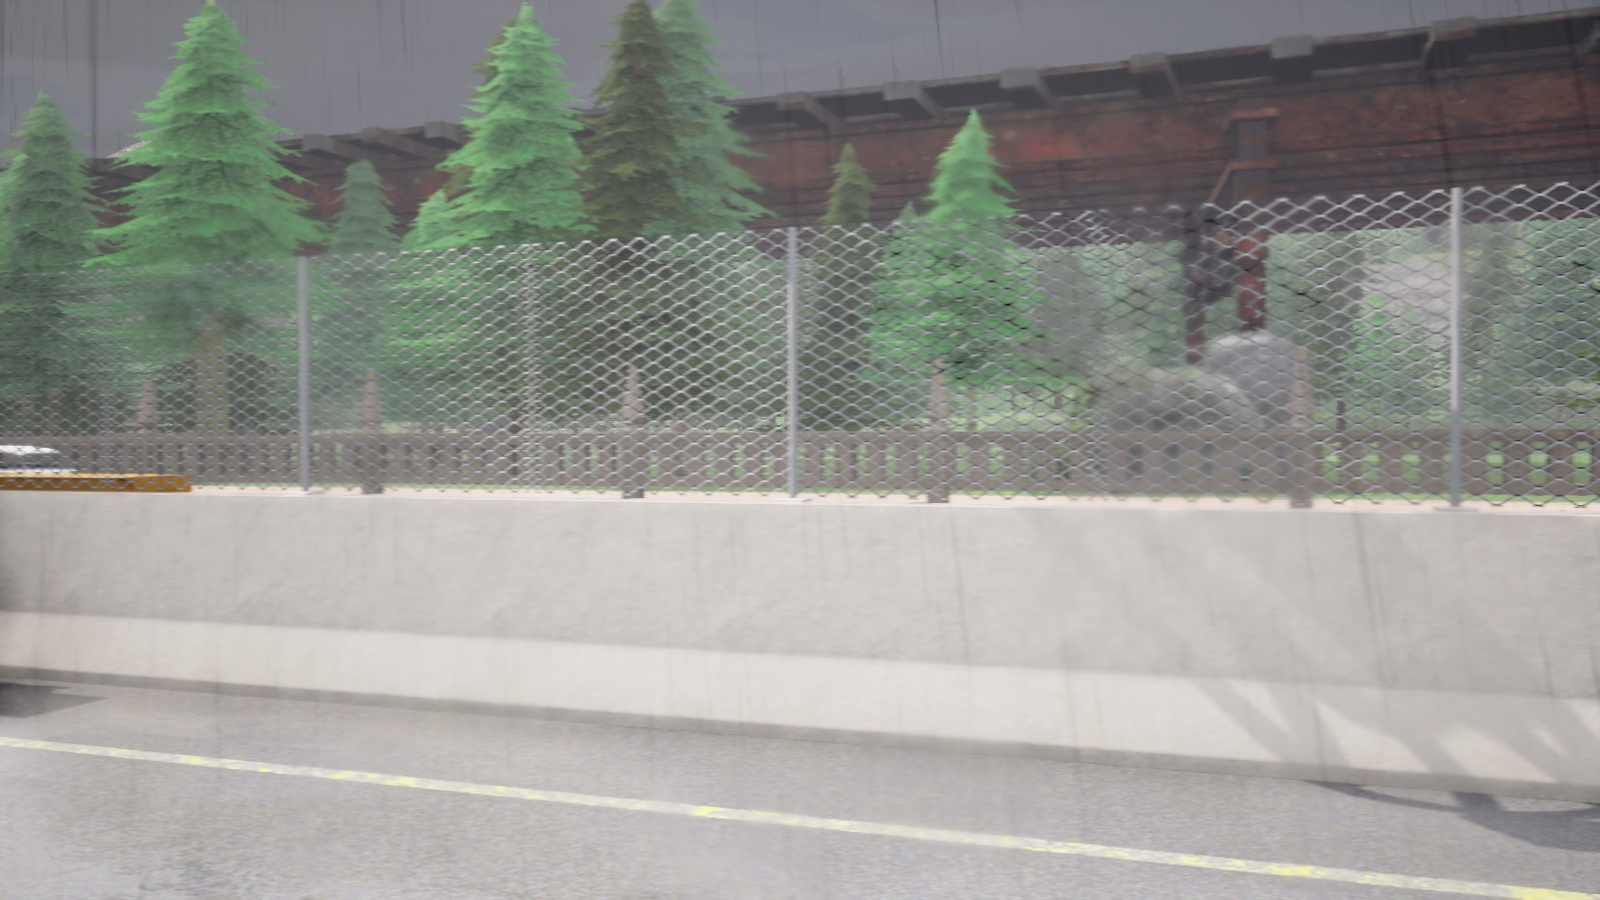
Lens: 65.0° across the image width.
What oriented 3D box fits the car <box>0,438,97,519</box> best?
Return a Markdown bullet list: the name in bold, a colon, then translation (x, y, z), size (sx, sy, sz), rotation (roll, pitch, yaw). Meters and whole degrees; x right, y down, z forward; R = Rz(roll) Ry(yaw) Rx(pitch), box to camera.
- **car**: translation (-14.216, 0.482, 22.747), size (2.207, 1.376, 1.481), rotation (1, 1, 19)
